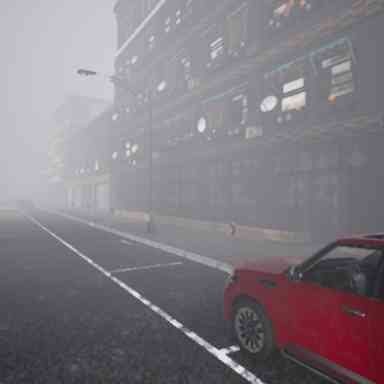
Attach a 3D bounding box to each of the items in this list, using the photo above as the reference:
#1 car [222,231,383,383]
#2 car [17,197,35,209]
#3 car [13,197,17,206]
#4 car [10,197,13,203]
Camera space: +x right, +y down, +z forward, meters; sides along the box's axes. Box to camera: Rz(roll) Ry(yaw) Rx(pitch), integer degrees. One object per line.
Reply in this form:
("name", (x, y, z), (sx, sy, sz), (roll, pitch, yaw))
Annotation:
("car", (2.387, 1.312, 3.538), (2.192, 1.841, 5.009), (0, 0, -31))
("car", (-23.453, 1.646, 47.388), (1.752, 1.417, 4.829), (0, 0, -31))
("car", (-29.089, 1.691, 56.953), (1.887, 1.381, 4.507), (0, 0, -31))
("car", (-40.534, 1.748, 76.376), (2.008, 1.369, 4.403), (0, 0, -31))
